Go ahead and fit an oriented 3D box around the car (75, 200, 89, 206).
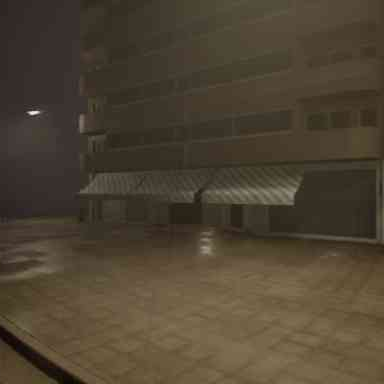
[{"bbox_3d":[-16.894,1.460,54.782,1.882,1.535,5.008,0,0,34],"label":"car"}]
